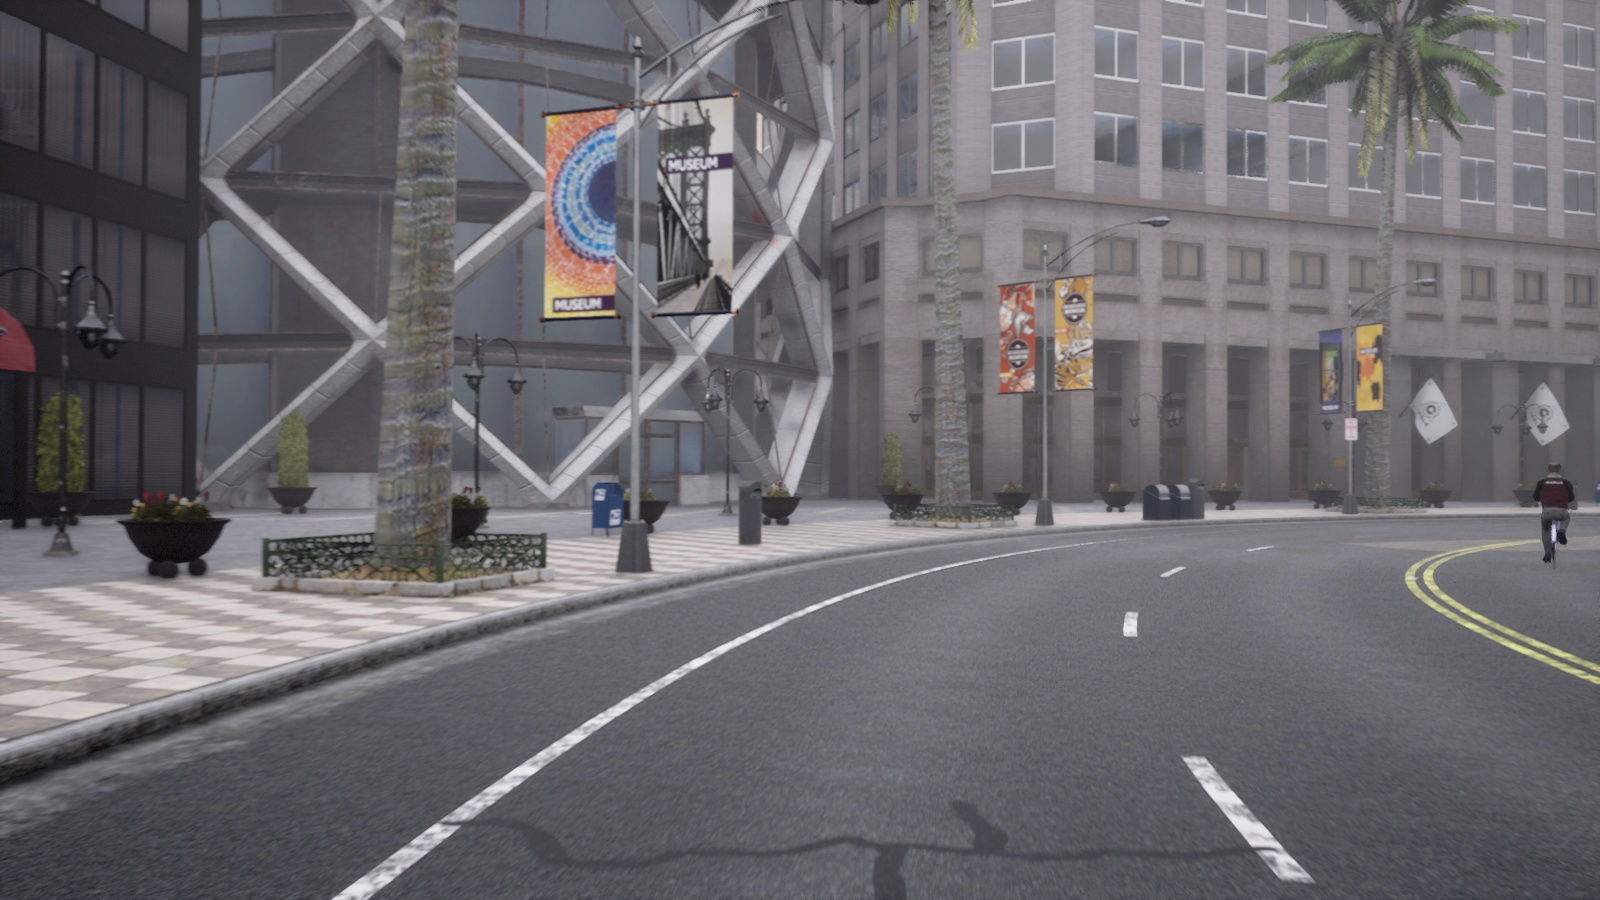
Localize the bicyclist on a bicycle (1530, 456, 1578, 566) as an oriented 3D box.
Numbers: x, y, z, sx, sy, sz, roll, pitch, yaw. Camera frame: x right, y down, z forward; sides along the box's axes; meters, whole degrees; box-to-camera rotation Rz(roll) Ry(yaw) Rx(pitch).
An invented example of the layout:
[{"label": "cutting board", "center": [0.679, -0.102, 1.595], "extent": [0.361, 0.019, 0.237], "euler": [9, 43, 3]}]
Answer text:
[{"label": "bicyclist on a bicycle", "center": [12.756, 1.001, 21.236], "extent": [0.659, 1.776, 1.843], "euler": [0, -1, 31]}]
